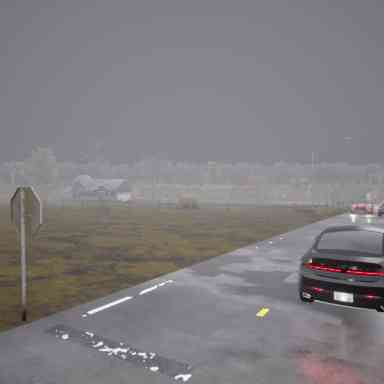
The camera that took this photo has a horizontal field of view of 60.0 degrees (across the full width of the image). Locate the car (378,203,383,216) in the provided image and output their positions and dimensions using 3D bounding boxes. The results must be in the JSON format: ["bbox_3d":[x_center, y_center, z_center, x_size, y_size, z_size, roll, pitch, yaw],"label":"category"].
[{"bbox_3d":[20.272,1.796,34.106,1.994,1.385,4.181,0,-1,32],"label":"car"}]

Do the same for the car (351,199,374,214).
[{"bbox_3d":[20.031,1.644,39.049,2.097,1.767,4.553,0,-1,32],"label":"car"}]

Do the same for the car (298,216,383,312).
[{"bbox_3d":[3.811,1.517,7.633,1.837,1.490,4.892,0,0,32],"label":"car"}]

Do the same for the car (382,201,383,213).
[{"bbox_3d":[25.428,1.896,42.540,1.812,1.442,4.674,0,-1,32],"label":"car"}]
